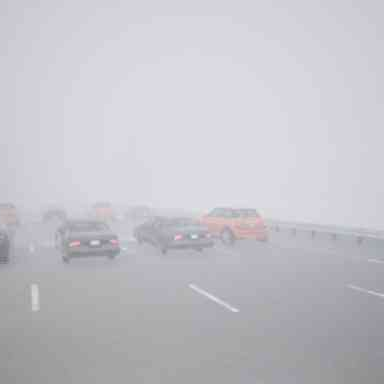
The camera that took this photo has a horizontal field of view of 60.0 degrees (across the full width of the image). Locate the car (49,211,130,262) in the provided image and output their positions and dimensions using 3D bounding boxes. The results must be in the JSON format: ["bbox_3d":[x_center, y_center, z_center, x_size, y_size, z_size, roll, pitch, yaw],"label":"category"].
[{"bbox_3d":[-4.147,1.669,12.749,2.033,1.411,5.357,0,-1,-26],"label":"car"}]

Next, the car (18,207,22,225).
[{"bbox_3d":[-14.288,1.588,25.485,2.097,1.767,4.553,0,-1,-26],"label":"car"}]

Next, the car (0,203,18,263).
[{"bbox_3d":[-7.678,1.463,12.020,2.097,1.767,4.553,0,-1,-26],"label":"car"}]

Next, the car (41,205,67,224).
[{"bbox_3d":[-11.348,1.783,27.446,1.812,1.442,4.674,0,0,-26],"label":"car"}]

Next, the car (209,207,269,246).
[{"bbox_3d":[1.748,1.513,16.648,2.097,1.767,4.553,0,-1,-26],"label":"car"}]

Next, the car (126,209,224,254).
[{"bbox_3d":[-1.010,1.686,14.303,2.033,1.411,5.357,0,-1,-26],"label":"car"}]

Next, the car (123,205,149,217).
[{"bbox_3d":[-4.876,1.852,30.136,1.994,1.385,4.181,0,-1,-26],"label":"car"}]

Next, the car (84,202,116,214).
[{"bbox_3d":[-8.004,1.621,28.570,2.097,1.767,4.553,0,-1,-26],"label":"car"}]
